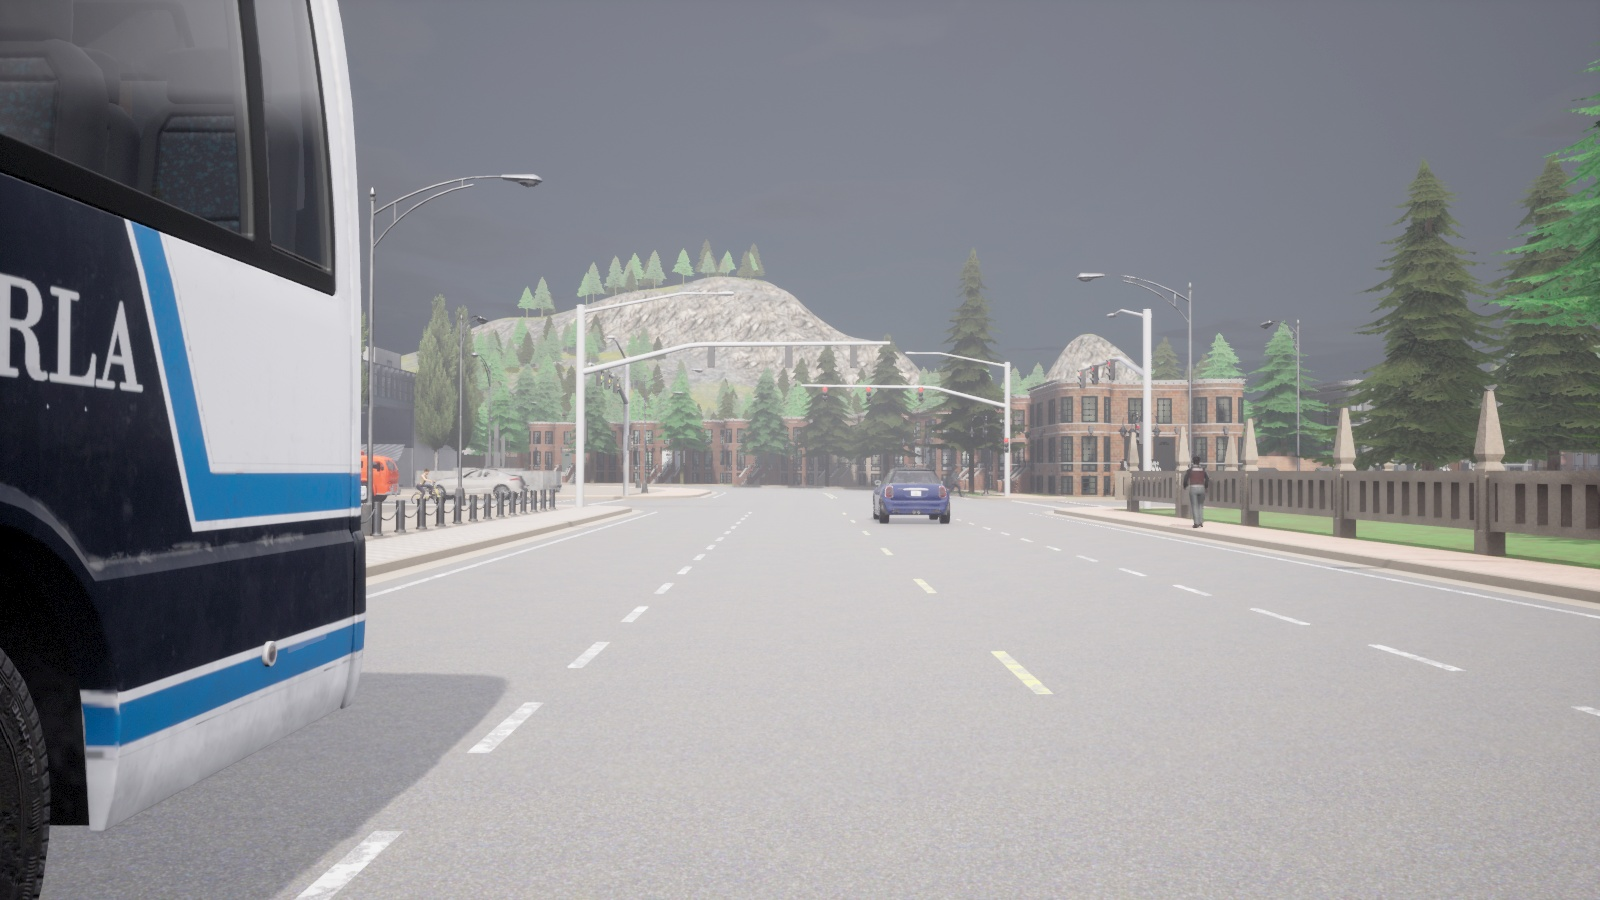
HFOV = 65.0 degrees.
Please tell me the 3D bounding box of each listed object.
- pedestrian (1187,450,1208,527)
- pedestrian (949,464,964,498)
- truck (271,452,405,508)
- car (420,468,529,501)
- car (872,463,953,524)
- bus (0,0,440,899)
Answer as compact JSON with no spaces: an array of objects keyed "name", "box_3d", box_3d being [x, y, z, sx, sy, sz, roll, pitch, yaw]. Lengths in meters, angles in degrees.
[{"name":"pedestrian","box_3d":[10.088,0.967,31.875,0.402,1.930,0.666,0,-1,8]},{"name":"pedestrian","box_3d":[8.846,1.758,70.999,0.788,1.949,0.423,0,-1,6]},{"name":"truck","box_3d":[-21.139,1.378,57.643,5.204,2.467,2.627,0,-1,0]},{"name":"car","box_3d":[-16.710,1.743,64.650,5.027,1.651,2.152,0,-1,0]},{"name":"car","box_3d":[3.417,1.313,39.050,2.097,1.767,4.553,0,-1,0]},{"name":"bus","box_3d":[-3.506,-0.544,0.234,3.944,4.253,10.273,0,-1,0]}]
